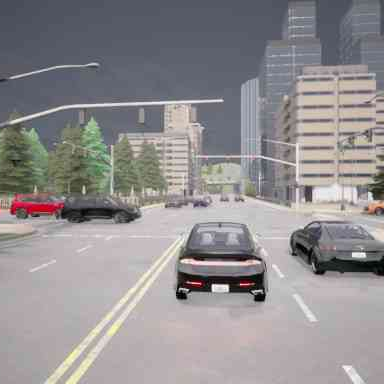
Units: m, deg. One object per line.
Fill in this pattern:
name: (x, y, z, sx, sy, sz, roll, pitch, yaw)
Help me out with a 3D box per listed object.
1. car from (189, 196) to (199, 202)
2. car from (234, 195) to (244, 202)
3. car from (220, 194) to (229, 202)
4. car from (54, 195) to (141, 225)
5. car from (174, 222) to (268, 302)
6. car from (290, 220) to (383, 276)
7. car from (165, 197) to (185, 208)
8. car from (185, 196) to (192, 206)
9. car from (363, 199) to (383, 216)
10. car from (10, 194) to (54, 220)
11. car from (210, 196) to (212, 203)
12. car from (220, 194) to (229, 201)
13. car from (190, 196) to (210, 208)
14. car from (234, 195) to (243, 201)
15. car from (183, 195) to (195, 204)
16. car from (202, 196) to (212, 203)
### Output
car: (0.472, 1.592, 76.996, 1.895, 1.301, 4.718, 0, 0, 5)
car: (10.935, 1.591, 76.114, 1.895, 1.301, 4.718, 0, 0, 5)
car: (7.544, 1.549, 77.419, 1.994, 1.385, 4.181, 0, 0, 5)
car: (-6.491, 1.223, 23.742, 5.566, 2.045, 2.150, 0, 0, 5)
car: (0.702, 1.492, 8.303, 2.128, 1.511, 4.902, 0, 0, 5)
car: (4.393, 1.564, 10.413, 1.994, 1.385, 4.181, 0, 0, 5)
car: (-2.527, 1.564, 46.515, 1.994, 1.385, 4.181, 0, 0, 5)
car: (-1.644, 1.547, 55.715, 2.033, 1.411, 5.357, 0, 0, 6)
car: (19.151, 1.352, 32.135, 4.553, 1.767, 2.097, 0, 0, 7)
car: (-12.177, 1.222, 27.796, 5.566, 2.045, 2.150, 0, 0, 5)
car: (2.142, 1.601, 58.430, 1.895, 1.301, 4.718, 0, 0, 6)
car: (8.334, 1.353, 85.722, 2.097, 1.767, 4.553, 0, 0, 5)
car: (1.255, 1.601, 49.309, 1.895, 1.301, 4.718, 0, 0, 5)
car: (11.821, 1.537, 85.420, 2.033, 1.411, 5.357, 0, 0, 5)
car: (-0.603, 1.478, 66.112, 1.882, 1.535, 5.008, 0, 0, 6)
car: (3.170, 1.505, 68.475, 1.837, 1.490, 4.892, 0, 0, 6)
